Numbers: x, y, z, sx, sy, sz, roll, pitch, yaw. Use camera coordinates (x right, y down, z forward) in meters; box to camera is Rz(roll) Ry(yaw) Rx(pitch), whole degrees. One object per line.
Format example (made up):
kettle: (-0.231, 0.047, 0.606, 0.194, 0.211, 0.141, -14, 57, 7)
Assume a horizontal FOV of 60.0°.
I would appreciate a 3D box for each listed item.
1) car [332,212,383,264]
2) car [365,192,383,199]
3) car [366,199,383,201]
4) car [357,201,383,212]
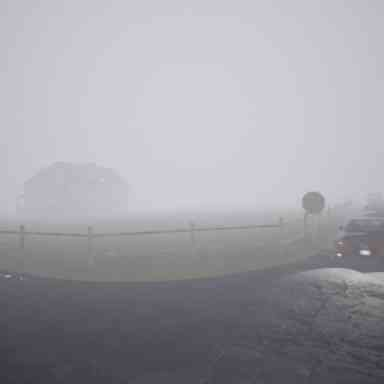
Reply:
car: (6.173, 1.620, 11.632, 1.994, 1.385, 4.181, -1, -1, 31)
car: (25.946, 1.047, 47.383, 2.150, 2.045, 5.566, -1, -1, 27)
car: (18.810, 1.715, 33.923, 1.895, 1.301, 4.718, -1, -1, 28)
car: (12.360, 1.571, 22.366, 2.128, 1.511, 4.902, -1, -1, 30)
